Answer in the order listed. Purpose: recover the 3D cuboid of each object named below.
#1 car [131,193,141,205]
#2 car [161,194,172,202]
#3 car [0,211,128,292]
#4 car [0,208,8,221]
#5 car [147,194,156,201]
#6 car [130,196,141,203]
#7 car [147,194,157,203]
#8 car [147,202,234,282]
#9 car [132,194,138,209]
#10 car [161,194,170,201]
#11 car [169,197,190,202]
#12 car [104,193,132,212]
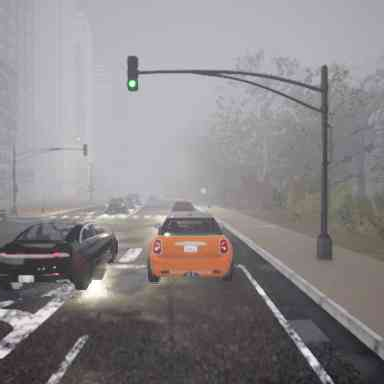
[{"bbox_3d":[-9.839,1.165,55.976,2.150,2.045,5.566,0,0,-6],"label":"car"},{"bbox_3d":[-4.837,1.518,68.051,1.895,1.301,4.718,0,0,-8],"label":"car"},{"bbox_3d":[-3.300,1.488,8.953,2.128,1.511,4.902,0,0,-1],"label":"car"},{"bbox_3d":[-14.451,1.397,21.541,4.902,1.511,2.128,3,0,11],"label":"car"},{"bbox_3d":[-9.538,1.214,77.543,1.882,1.535,5.008,0,0,-9],"label":"car"},{"bbox_3d":[-11.162,1.474,66.353,2.033,1.411,5.357,0,0,-8],"label":"car"},{"bbox_3d":[-7.997,1.400,67.196,1.882,1.535,5.008,0,0,-8],"label":"car"},{"bbox_3d":[-0.073,1.347,9.881,2.097,1.767,4.553,0,0,-1],"label":"car"},{"bbox_3d":[-8.851,1.465,45.659,1.837,1.490,4.892,0,0,-6],"label":"car"},{"bbox_3d":[-6.326,1.257,78.038,1.812,1.442,4.674,0,0,-9],"label":"car"},{"bbox_3d":[-0.803,1.457,28.232,1.882,1.535,5.008,0,0,-3],"label":"car"},{"bbox_3d":[-8.024,1.326,35.738,2.097,1.767,4.553,0,0,-4],"label":"car"}]
